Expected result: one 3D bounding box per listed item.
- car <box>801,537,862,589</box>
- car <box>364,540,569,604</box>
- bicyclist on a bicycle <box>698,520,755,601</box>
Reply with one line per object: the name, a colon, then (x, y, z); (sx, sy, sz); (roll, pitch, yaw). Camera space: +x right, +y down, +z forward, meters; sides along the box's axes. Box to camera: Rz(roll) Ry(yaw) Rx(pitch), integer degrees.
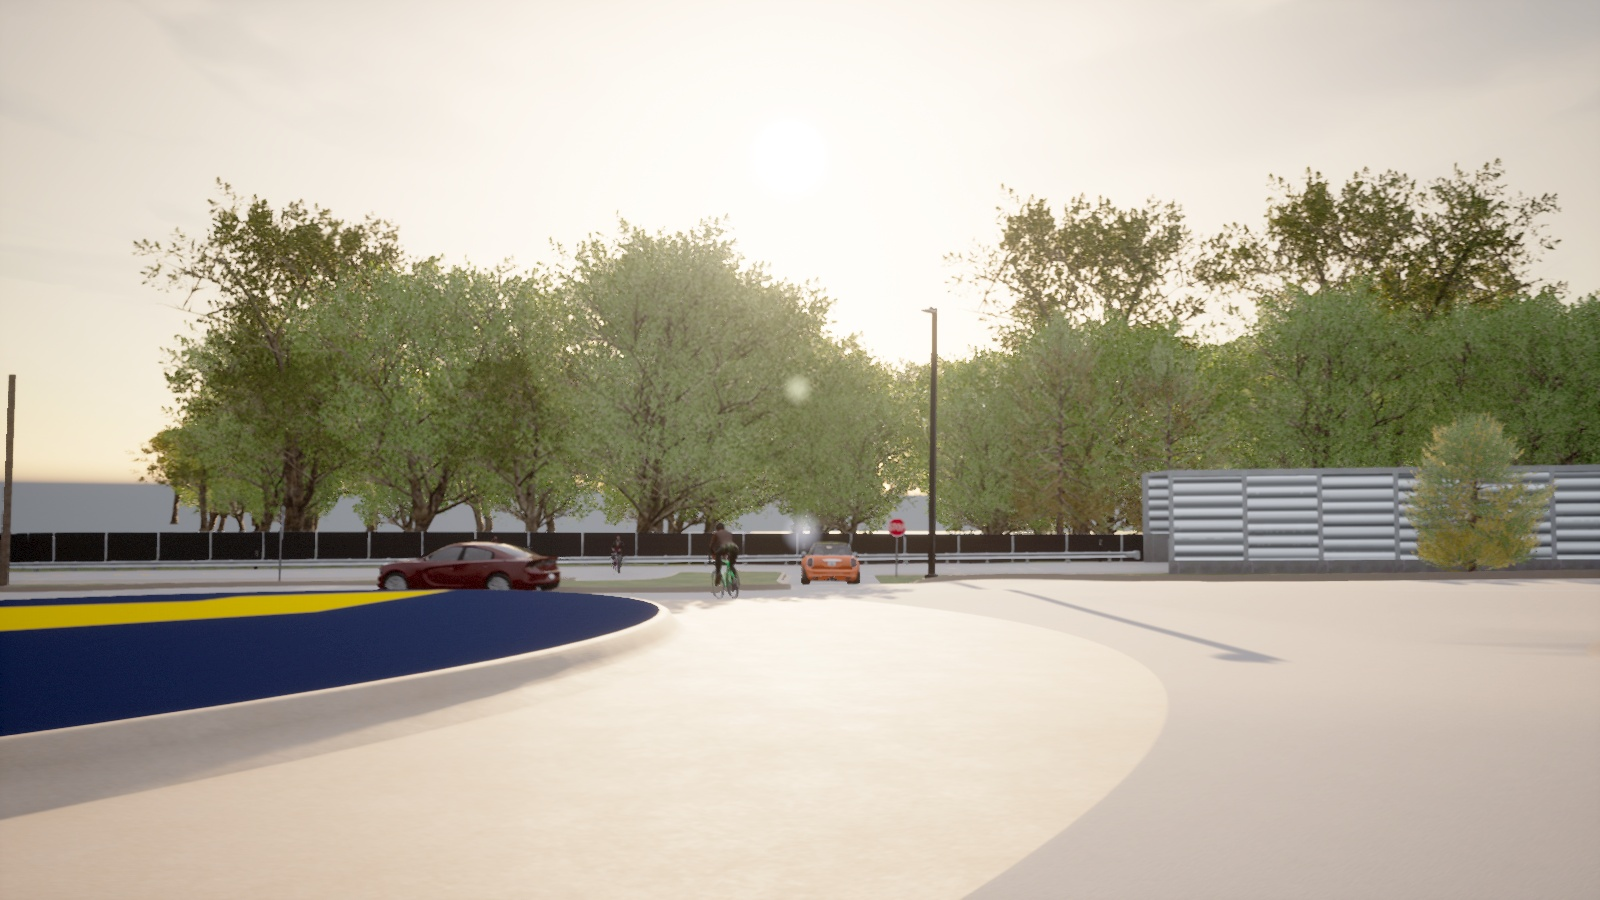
car: (1.142, 4.226, 47.397); (2.097, 1.767, 4.553); (1, -3, -1)
car: (-8.860, 3.209, 33.441); (5.008, 1.535, 1.882); (-1, -2, 16)
bicyclist on a bicycle: (-1.565, 2.346, 26.441); (0.582, 1.620, 1.656); (-1, -7, -23)
